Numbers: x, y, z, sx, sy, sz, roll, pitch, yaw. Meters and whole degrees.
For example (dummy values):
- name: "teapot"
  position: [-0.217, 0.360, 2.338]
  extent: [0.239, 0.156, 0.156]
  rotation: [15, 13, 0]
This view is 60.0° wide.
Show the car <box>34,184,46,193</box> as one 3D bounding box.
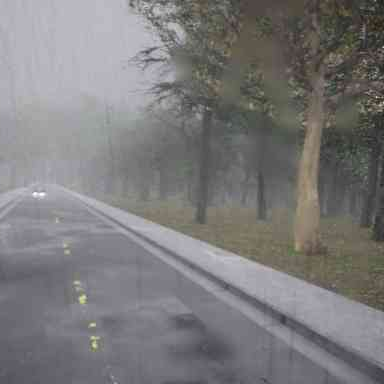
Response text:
- name: "car"
  position: [-26.642, -0.682, 58.282]
  extent: [2.128, 1.511, 4.902]
  rotation: [4, 0, -24]
